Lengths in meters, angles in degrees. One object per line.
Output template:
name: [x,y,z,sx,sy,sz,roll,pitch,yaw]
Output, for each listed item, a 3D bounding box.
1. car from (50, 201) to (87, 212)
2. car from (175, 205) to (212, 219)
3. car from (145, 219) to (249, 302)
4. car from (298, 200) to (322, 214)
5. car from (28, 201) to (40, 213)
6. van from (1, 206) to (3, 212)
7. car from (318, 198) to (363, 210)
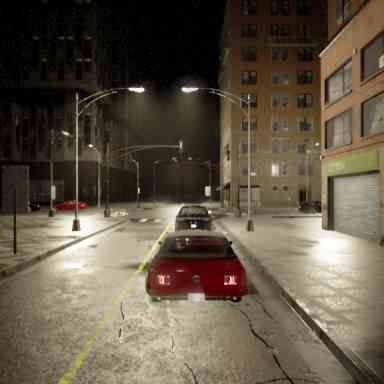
car: [-14.532,1.693,39.229,4.206,1.307,1.802,0,0,0]
car: [0.069,1.470,18.331,1.882,1.535,5.008,0,0,0]
car: [0.086,1.599,8.183,1.895,1.301,4.718,0,0,0]
car: [12.057,1.408,30.720,4.313,1.339,1.947,0,0,0]
car: [-20.181,1.717,39.226,4.313,1.339,1.947,0,0,0]
van: [-20.169,1.418,30.702,3.998,1.788,1.690,0,0,0]
car: [17.453,1.426,39.248,4.403,1.369,2.008,0,0,0]
